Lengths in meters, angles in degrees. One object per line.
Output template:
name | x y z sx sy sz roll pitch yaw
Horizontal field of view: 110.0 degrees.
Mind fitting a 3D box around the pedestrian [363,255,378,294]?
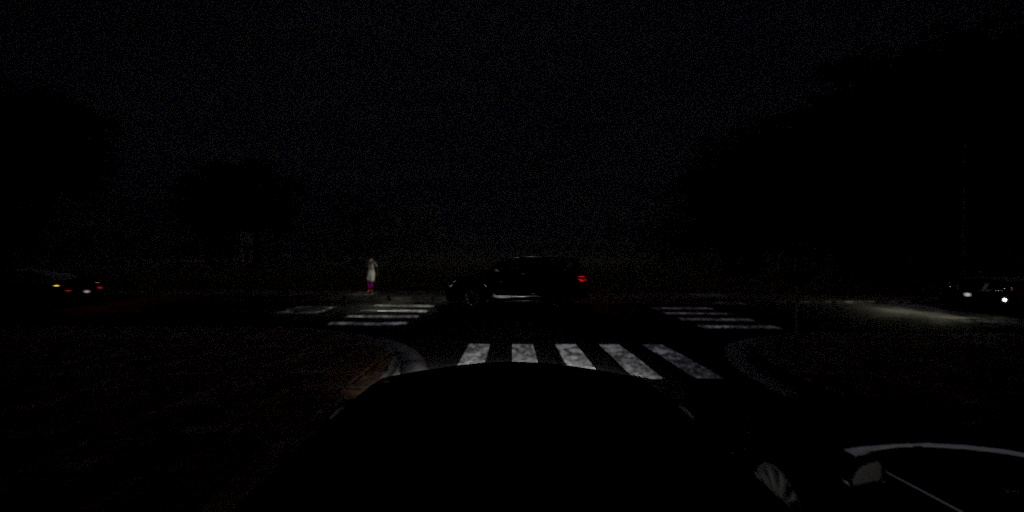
pedestrian | -6.863 0.854 17.334 0.375 1.860 0.375 0 0 0

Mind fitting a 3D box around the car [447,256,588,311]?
car | 0.225 1.026 14.440 5.566 2.045 2.150 0 0 0

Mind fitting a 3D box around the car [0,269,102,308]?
car | -19.504 1.236 14.487 4.674 1.442 1.812 0 1 -1

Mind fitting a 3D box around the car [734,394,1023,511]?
car | 2.636 1.297 1.136 2.007 1.370 4.403 0 0 0

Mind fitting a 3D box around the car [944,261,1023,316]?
car | 21.080 1.230 14.410 5.566 2.045 2.150 1 1 0
